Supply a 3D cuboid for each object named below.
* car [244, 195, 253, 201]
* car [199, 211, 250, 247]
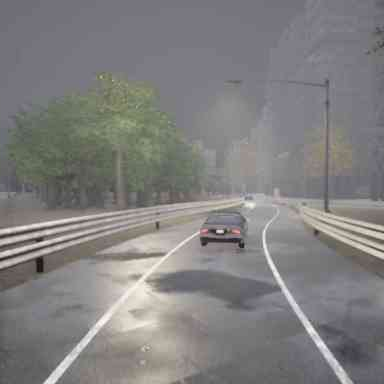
[{"bbox_3d":[13.902,1.439,82.966,1.882,1.535,5.008,0,0,-2],"label":"car"},{"bbox_3d":[1.570,1.553,15.159,2.033,1.411,5.357,0,0,11],"label":"car"}]
